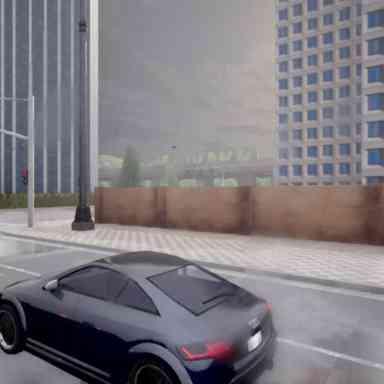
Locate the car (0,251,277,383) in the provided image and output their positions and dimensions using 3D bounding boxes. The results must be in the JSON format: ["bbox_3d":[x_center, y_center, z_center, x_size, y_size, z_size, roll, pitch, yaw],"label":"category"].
[{"bbox_3d":[-0.977,1.563,4.700,4.181,1.385,1.994,0,0,35],"label":"car"}]
